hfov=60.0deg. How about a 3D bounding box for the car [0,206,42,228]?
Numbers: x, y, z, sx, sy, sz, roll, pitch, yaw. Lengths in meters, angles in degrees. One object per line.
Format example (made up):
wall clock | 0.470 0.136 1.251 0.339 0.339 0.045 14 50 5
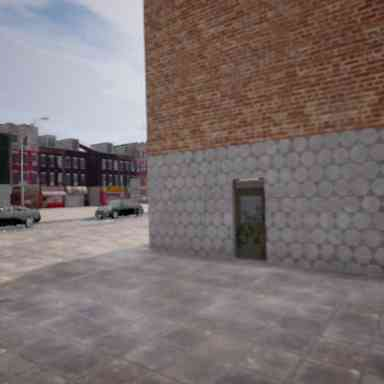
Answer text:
car | -12.404 1.703 21.753 2.128 1.511 4.902 -2 -1 35

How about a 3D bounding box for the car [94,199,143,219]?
car | -6.602 1.454 30.170 2.097 1.767 4.553 -2 -1 35
